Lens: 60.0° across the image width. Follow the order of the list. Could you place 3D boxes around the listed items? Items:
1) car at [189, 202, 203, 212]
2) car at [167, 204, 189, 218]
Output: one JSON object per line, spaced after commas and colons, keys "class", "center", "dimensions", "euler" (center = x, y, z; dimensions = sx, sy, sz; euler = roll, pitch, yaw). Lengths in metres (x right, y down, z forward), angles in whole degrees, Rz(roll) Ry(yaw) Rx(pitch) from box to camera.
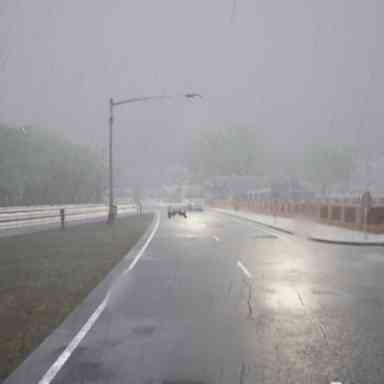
{"class": "car", "center": [0.368, 2.142, 47.859], "dimensions": [2.033, 1.411, 5.357], "euler": [0, -1, -8]}
{"class": "car", "center": [-1.711, 2.023, 35.797], "dimensions": [1.895, 1.301, 4.718], "euler": [0, -1, -6]}
